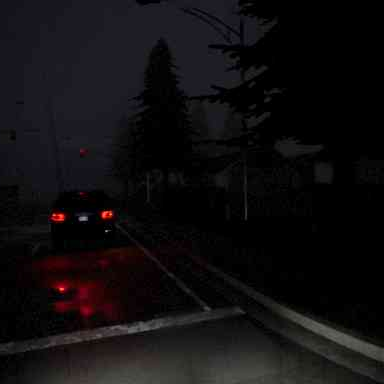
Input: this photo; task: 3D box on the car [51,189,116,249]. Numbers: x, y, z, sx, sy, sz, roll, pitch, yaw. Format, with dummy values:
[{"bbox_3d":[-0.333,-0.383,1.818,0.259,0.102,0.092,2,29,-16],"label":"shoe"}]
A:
[{"bbox_3d":[-4.407,0.917,13.598,2.150,2.045,5.566,-2,2,-17],"label":"car"}]
